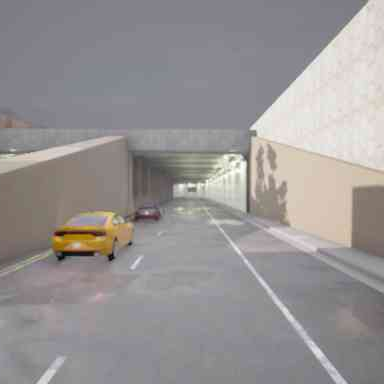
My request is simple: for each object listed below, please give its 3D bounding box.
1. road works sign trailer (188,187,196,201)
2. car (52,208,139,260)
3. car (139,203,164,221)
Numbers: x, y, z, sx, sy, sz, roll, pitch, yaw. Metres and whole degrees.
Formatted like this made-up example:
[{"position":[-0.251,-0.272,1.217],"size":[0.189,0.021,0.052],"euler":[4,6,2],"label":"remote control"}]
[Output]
[{"position":[-0.006,0.451,88.536],"size":[2.380,3.560,2.880],"euler":[0,0,0],"label":"road works sign trailer"},{"position":[-3.426,1.476,12.411],"size":[1.882,1.535,5.008],"euler":[0,-1,0],"label":"car"},{"position":[-3.430,1.560,27.257],"size":[1.994,1.385,4.181],"euler":[0,0,0],"label":"car"}]
